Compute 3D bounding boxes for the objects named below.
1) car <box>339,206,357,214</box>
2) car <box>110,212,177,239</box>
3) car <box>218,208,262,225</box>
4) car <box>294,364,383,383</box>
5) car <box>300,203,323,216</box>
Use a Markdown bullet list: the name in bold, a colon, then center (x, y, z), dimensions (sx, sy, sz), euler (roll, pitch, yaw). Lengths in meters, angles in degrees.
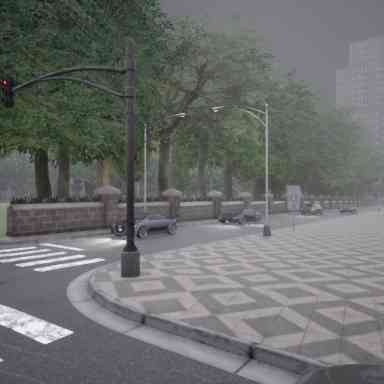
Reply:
- **car**: center (25.182, 2.845, 53.464), dimensions (1.895, 1.301, 4.718), euler (0, -1, 36)
- **car**: center (-2.730, 1.888, 19.525), dimensions (1.994, 1.385, 4.181), euler (0, -1, 35)
- **car**: center (4.419, 2.125, 29.624), dimensions (2.033, 1.411, 5.357), euler (0, -1, 35)
- **car**: center (2.402, 1.551, 1.248), dimensions (4.403, 1.369, 2.008), euler (0, 0, 36)
- **car**: center (16.996, 2.386, 47.252), dimensions (2.097, 1.767, 4.553), euler (0, -1, 35)
